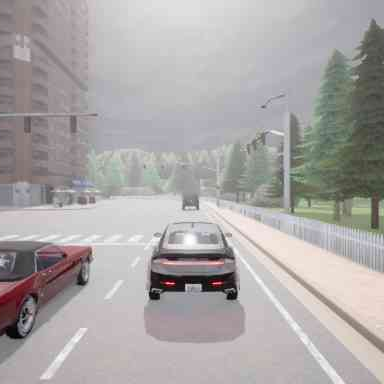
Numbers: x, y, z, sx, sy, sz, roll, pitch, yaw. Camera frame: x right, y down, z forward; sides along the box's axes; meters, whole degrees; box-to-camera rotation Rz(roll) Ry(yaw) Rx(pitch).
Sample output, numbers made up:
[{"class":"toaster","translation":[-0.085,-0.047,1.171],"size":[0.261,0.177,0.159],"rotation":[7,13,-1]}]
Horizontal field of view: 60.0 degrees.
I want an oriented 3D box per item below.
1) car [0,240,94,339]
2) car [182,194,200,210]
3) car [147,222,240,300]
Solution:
[{"class":"car","translation":[-3.449,1.601,6.502],"size":[1.895,1.301,4.718],"rotation":[0,0,0]},{"class":"car","translation":[-0.173,1.221,43.797],"size":[2.150,2.045,5.566],"rotation":[0,0,-1]},{"class":"car","translation":[0.024,1.492,8.350],"size":[2.128,1.511,4.902],"rotation":[0,0,0]}]
